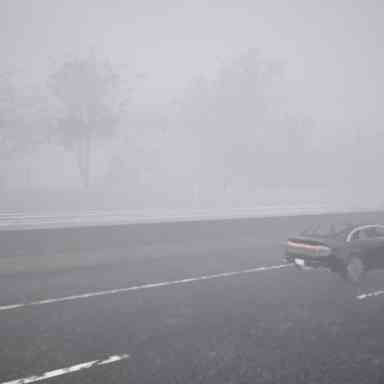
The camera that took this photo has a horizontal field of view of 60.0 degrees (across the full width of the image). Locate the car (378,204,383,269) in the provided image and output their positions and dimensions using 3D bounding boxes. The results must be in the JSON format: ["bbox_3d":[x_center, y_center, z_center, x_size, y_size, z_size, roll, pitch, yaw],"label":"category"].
[{"bbox_3d":[6.729,1.267,6.998,5.566,2.045,2.150,0,-1,-29],"label":"car"}]

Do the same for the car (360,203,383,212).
[{"bbox_3d":[20.344,1.916,34.655,4.902,1.511,2.128,0,-1,-29],"label":"car"}]

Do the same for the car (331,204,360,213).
[{"bbox_3d":[18.035,2.073,37.381,5.357,1.411,2.033,0,-1,-29],"label":"car"}]

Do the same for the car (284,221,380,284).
[{"bbox_3d":[4.982,1.635,10.018,4.902,1.511,2.128,0,-1,-29],"label":"car"}]
